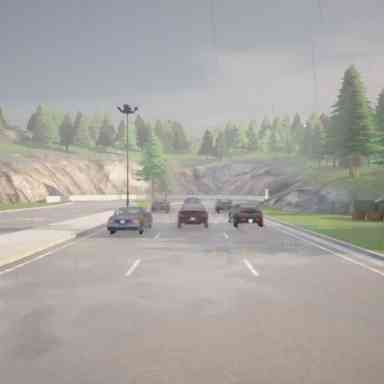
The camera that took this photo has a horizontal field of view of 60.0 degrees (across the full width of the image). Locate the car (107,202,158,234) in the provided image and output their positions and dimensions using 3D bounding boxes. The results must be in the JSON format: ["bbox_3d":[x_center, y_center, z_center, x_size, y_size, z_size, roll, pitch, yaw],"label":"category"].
[{"bbox_3d":[-3.455,1.548,19.235,2.033,1.411,5.357,0,0,1],"label":"car"}]

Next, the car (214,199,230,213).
[{"bbox_3d":[3.569,1.490,37.163,2.128,1.511,4.902,0,0,0],"label":"car"}]

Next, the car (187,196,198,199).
[{"bbox_3d":[0.069,1.352,37.225,2.097,1.767,4.553,0,0,0],"label":"car"}]

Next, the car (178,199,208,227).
[{"bbox_3d":[0.069,1.478,22.531,1.882,1.535,5.008,0,0,0],"label":"car"}]

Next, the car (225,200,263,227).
[{"bbox_3d":[3.569,1.504,22.567,1.837,1.490,4.892,0,0,0],"label":"car"}]

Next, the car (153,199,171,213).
[{"bbox_3d":[-3.431,1.490,37.168,2.128,1.511,4.902,0,0,0],"label":"car"}]
